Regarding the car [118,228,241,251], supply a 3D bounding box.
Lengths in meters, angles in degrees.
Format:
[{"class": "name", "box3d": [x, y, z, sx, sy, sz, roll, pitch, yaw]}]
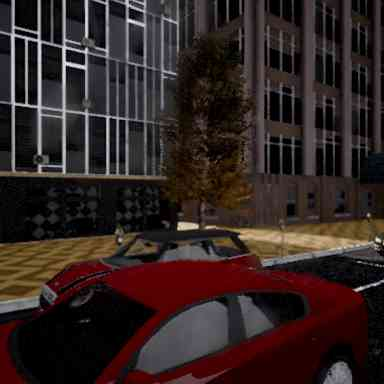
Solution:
[{"class": "car", "box3d": [-0.587, 1.467, 6.141, 4.097, 1.590, 1.967, 1, -1, -35]}]

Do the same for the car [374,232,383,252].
[{"class": "car", "box3d": [8.680, 1.666, 12.722, 4.403, 1.369, 2.008, 1, -1, -35]}]

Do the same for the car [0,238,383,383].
[{"class": "car", "box3d": [-0.301, 1.491, 3.158, 5.008, 1.535, 1.882, 1, 0, -35]}]
